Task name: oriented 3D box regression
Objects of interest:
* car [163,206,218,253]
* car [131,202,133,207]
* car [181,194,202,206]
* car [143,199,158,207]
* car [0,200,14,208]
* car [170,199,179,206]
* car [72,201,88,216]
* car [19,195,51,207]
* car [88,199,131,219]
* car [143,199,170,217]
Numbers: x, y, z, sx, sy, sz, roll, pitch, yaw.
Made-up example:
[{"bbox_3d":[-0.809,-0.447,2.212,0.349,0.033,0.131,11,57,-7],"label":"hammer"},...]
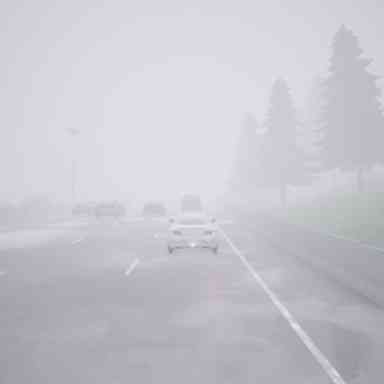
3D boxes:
[{"bbox_3d":[0.026,1.521,13.492,1.812,1.442,4.674,0,0,0],"label":"car"},{"bbox_3d":[-10.642,1.814,53.081,1.994,1.385,4.181,0,-1,0],"label":"car"},{"bbox_3d":[-0.072,1.286,37.744,2.150,2.045,5.566,0,0,0],"label":"car"},{"bbox_3d":[-7.163,1.853,57.582,2.033,1.411,5.357,0,-1,0],"label":"car"},{"bbox_3d":[-24.772,1.730,42.615,1.994,1.385,4.181,0,-1,0],"label":"car"},{"bbox_3d":[-3.705,2.016,66.669,1.994,1.385,4.181,0,-1,0],"label":"car"},{"bbox_3d":[-10.550,1.587,33.284,1.812,1.442,4.674,0,-1,0],"label":"car"},{"bbox_3d":[-21.273,1.409,45.427,2.150,2.045,5.566,0,-1,0],"label":"car"},{"bbox_3d":[-7.030,1.521,29.032,2.128,1.511,4.902,0,0,0],"label":"car"},{"bbox_3d":[-3.546,1.515,32.304,1.882,1.535,5.008,0,0,0],"label":"car"}]
